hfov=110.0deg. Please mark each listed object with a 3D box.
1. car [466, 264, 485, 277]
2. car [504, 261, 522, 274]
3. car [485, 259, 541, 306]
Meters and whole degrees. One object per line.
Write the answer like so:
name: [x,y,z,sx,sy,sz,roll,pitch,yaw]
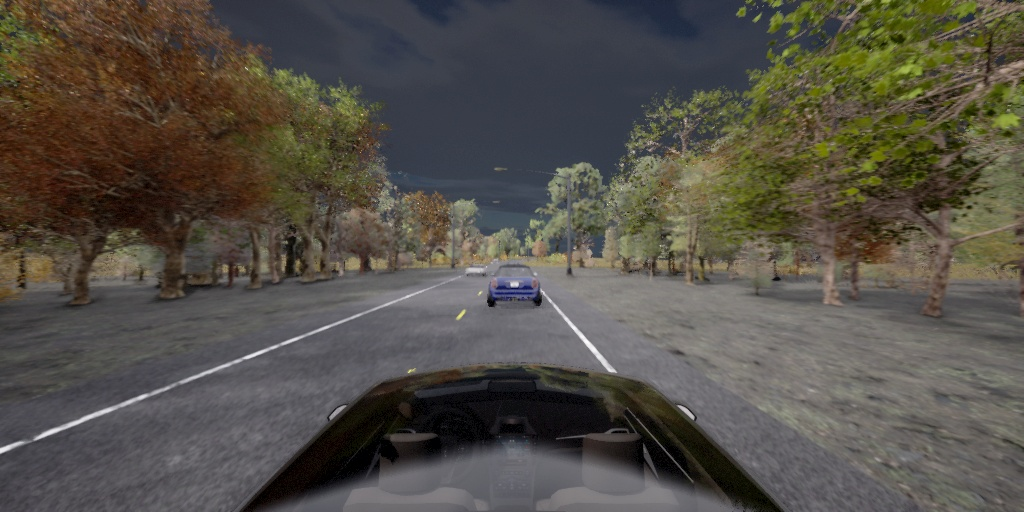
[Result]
car: [-3.588,1.458,36.760,1.895,1.301,4.718,0,0,0]
car: [0.096,1.377,45.908,2.128,1.511,4.902,0,0,0]
car: [0.101,1.144,16.067,2.097,1.767,4.553,0,0,0]
